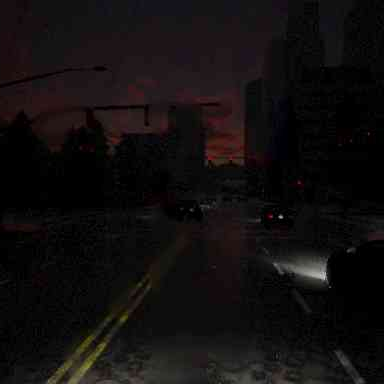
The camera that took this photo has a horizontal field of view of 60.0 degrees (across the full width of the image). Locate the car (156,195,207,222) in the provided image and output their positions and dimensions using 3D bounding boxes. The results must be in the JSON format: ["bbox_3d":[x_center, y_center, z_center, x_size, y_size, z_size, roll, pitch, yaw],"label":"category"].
[{"bbox_3d":[-1.118,1.345,26.359,2.097,1.767,4.553,0,0,-31],"label":"car"}]

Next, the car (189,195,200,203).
[{"bbox_3d":[0.617,1.503,72.280,1.837,1.490,4.892,0,0,6],"label":"car"}]

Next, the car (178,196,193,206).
[{"bbox_3d":[-1.031,1.471,56.863,1.882,1.535,5.008,0,0,6],"label":"car"}]

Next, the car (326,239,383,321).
[{"bbox_3d":[4.104,1.589,6.374,1.994,1.385,4.181,0,0,5],"label":"car"}]

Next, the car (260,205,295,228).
[{"bbox_3d":[5.752,1.582,22.834,2.033,1.411,5.357,0,0,7],"label":"car"}]

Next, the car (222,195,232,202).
[{"bbox_3d":[8.156,1.399,77.116,2.097,1.767,4.553,0,0,6],"label":"car"}]

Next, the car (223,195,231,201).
[{"bbox_3d":[9.089,1.576,86.132,2.128,1.511,4.902,0,0,6],"label":"car"}]

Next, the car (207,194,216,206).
[{"bbox_3d":[2.460,1.505,56.601,2.128,1.511,4.902,0,0,6],"label":"car"}]

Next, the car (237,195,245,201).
[{"bbox_3d":[12.571,1.571,85.771,1.837,1.490,4.892,0,0,6],"label":"car"}]

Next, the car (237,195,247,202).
[{"bbox_3d":[11.604,1.541,76.443,1.882,1.535,5.008,0,0,6],"label":"car"}]
